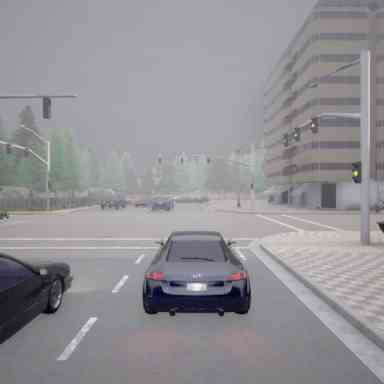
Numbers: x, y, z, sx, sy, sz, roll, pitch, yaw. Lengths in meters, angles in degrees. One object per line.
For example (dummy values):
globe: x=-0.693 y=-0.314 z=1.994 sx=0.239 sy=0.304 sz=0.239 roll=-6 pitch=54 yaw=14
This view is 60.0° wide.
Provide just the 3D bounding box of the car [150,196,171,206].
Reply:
car: x=-5.398 y=1.476 z=57.911 sx=1.882 sy=1.535 sz=5.008 roll=0 pitch=0 yaw=15

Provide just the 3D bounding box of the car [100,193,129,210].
car: x=-10.433 y=1.220 z=44.380 sx=2.150 sy=2.045 sz=5.566 roll=0 pitch=0 yaw=2

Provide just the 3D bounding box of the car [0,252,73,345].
car: x=-3.429 y=1.547 z=4.554 sx=2.033 sy=1.411 sz=5.357 roll=0 pitch=0 yaw=0

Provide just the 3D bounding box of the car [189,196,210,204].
car: x=1.939 y=1.524 z=66.109 sx=1.812 sy=1.442 sz=4.674 roll=0 pitch=0 yaw=30

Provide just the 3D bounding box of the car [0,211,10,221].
car: x=-16.574 y=1.596 z=24.639 sx=5.357 sy=1.411 sz=2.033 roll=0 pitch=0 yaw=-5

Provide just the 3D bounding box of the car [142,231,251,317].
car: x=0.088 y=1.564 z=7.589 sx=1.994 sy=1.385 sz=4.181 roll=0 pitch=0 yaw=0

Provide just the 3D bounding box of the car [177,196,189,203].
car: x=-1.718 y=1.562 z=67.205 sx=1.994 sy=1.385 sz=4.181 roll=0 pitch=0 yaw=28

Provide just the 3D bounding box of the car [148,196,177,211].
car: x=-3.447 y=1.349 z=39.787 sx=2.097 sy=1.767 sz=4.553 roll=0 pitch=0 yaw=3

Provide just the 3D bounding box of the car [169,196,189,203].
car: x=-2.769 y=1.522 z=72.384 sx=1.812 sy=1.442 sz=4.674 roll=0 pitch=0 yaw=34

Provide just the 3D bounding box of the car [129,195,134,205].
car: x=-9.617 y=1.350 z=53.814 sx=2.097 sy=1.767 sz=4.553 roll=0 pitch=0 yaw=8

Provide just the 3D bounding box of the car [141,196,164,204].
car: x=-7.384 y=1.546 z=63.245 sx=2.033 sy=1.411 sz=5.357 roll=0 pitch=0 yaw=21

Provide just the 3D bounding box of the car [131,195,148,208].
car: x=-6.859 y=1.546 z=48.040 sx=2.033 sy=1.411 sz=5.357 roll=0 pitch=0 yaw=2
